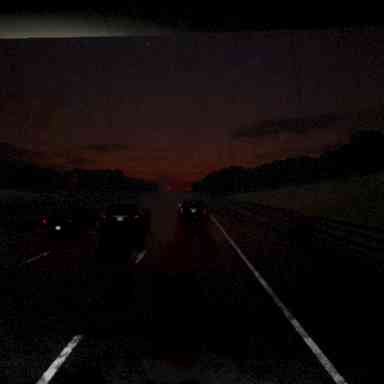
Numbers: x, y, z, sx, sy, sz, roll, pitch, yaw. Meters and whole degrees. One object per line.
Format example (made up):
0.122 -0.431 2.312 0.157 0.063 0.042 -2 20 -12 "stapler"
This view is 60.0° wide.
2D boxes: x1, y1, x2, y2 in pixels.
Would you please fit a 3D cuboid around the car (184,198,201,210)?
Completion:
0.082 1.463 41.892 2.033 1.411 5.357 0 0 0 "car"

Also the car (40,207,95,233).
-6.902 1.544 19.357 1.895 1.301 4.718 0 0 0 "car"

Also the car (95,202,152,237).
-3.401 1.299 17.856 2.097 1.767 4.553 0 0 0 "car"

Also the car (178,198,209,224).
0.098 1.287 24.209 2.097 1.767 4.553 0 0 0 "car"
